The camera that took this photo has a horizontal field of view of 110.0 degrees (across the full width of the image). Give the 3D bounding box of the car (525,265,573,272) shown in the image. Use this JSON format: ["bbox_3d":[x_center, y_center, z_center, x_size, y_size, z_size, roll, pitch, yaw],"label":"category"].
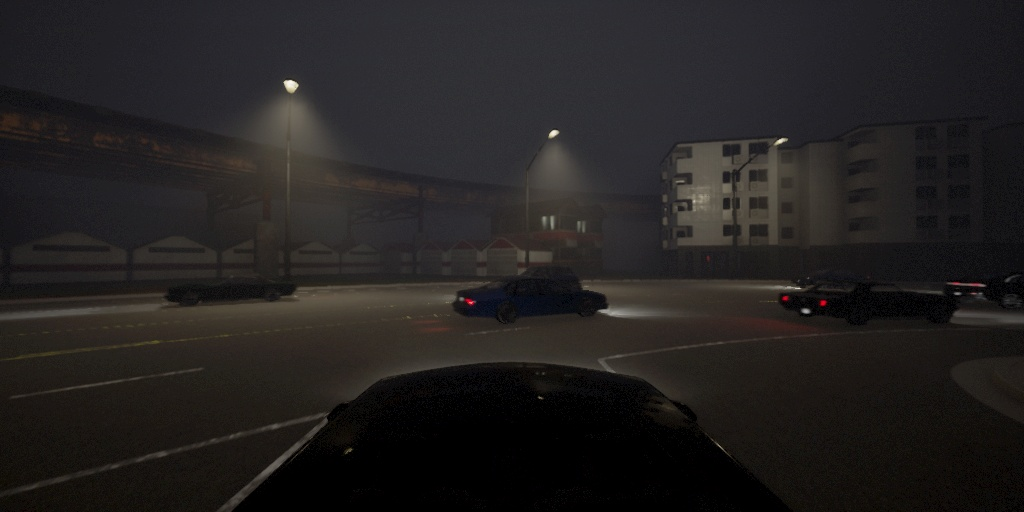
[{"bbox_3d":[1.538,1.310,20.191,4.553,1.767,2.097,0,0,-18],"label":"car"}]

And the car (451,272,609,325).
[{"bbox_3d":[0.687,1.417,12.299,5.357,1.411,2.033,0,-1,-25],"label":"car"}]

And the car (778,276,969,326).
[{"bbox_3d":[11.552,1.465,11.700,4.718,1.301,1.895,0,-1,-7],"label":"car"}]

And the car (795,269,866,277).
[{"bbox_3d":[22.513,1.583,25.396,4.181,1.385,1.994,0,-1,9],"label":"car"}]

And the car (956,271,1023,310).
[{"bbox_3d":[21.254,1.392,14.885,4.902,1.511,2.128,0,-1,7],"label":"car"}]

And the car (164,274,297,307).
[{"bbox_3d":[-12.816,1.517,16.579,4.718,1.301,1.895,1,-1,-39],"label":"car"}]
